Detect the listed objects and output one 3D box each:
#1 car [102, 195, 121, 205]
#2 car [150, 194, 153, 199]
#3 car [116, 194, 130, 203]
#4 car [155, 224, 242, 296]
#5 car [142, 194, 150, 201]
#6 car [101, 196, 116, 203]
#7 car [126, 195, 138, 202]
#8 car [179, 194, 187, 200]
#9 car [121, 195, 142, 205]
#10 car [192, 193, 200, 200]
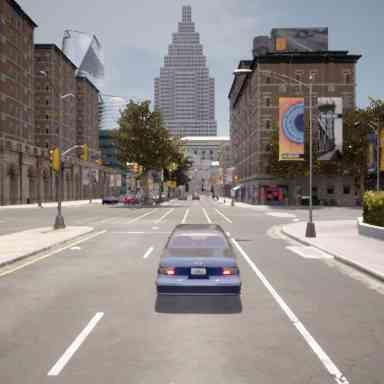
[{"bbox_3d":[-14.384,1.601,58.535,1.895,1.301,4.718,0,0,1],"label":"car"},{"bbox_3d":[-10.558,1.355,79.503,2.097,1.767,4.553,0,0,1],"label":"car"},{"bbox_3d":[-14.189,1.355,68.642,2.097,1.767,4.553,0,0,1],"label":"car"},{"bbox_3d":[0.166,1.547,8.803,2.033,1.411,5.357,0,0,1],"label":"car"},{"bbox_3d":[-10.678,1.500,69.514,1.837,1.490,4.892,0,0,1],"label":"car"},{"bbox_3d":[-17.426,1.595,69.687,1.895,1.301,4.718,0,0,1],"label":"car"},{"bbox_3d":[-14.067,1.478,78.741,1.882,1.535,5.008,0,0,1],"label":"car"},{"bbox_3d":[-2.436,1.540,89.523,2.033,1.411,5.357,0,0,1],"label":"car"},{"bbox_3d":[-10.866,1.477,59.719,1.882,1.535,5.008,0,0,1],"label":"car"},{"bbox_3d":[1.069,1.350,89.882,2.097,1.767,4.553,0,0,1],"label":"car"}]
